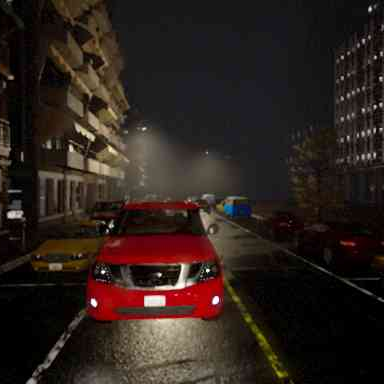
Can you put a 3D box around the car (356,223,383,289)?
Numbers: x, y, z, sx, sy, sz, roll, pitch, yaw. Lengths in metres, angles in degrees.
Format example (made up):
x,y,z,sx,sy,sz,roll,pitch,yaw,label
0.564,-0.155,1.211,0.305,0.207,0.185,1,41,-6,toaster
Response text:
x,y,z,sx,sy,sz,roll,pitch,yaw,label
5.186,1.517,5.940,1.752,1.417,4.829,0,0,-4,car

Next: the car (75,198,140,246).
x,y,z,sx,sy,sz,roll,pitch,yaw,label
-3.878,1.297,16.262,2.192,1.841,5.009,0,0,-4,car

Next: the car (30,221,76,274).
x,y,z,sx,sy,sz,roll,pitch,yaw,label
-3.510,1.513,10.578,1.752,1.417,4.829,0,0,-4,car

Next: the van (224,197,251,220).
x,y,z,sx,sy,sz,roll,pitch,yaw,label
3.775,1.311,27.831,1.690,1.788,3.998,0,0,-4,van

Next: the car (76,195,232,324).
x,y,z,sx,sy,sz,roll,pitch,yaw,label
-0.709,1.212,7.541,2.150,2.045,5.566,0,0,-4,car

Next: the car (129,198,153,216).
x,y,z,sx,sy,sz,roll,pitch,yaw,label
-4.942,1.409,32.807,1.967,1.590,4.097,0,0,-4,car

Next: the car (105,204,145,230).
x,y,z,sx,sy,sz,roll,pitch,yaw,label
-4.231,1.527,21.778,2.008,1.369,4.403,0,0,-4,car

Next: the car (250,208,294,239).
x,y,z,sx,sy,sz,roll,pitch,yaw,label
4.487,1.562,16.801,1.802,1.307,4.206,0,0,-4,car

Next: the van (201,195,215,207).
x,y,z,sx,sy,sz,roll,pitch,yaw,label
2.353,1.302,49.893,1.690,1.788,3.998,0,0,-4,van

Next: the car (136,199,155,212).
x,y,z,sx,sy,sz,roll,pitch,yaw,label
-5.297,1.532,38.323,1.947,1.339,4.313,0,0,-4,car

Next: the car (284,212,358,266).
x,y,z,sx,sy,sz,roll,pitch,yaw,label
4.842,1.568,11.286,1.802,1.307,4.206,0,0,-4,car

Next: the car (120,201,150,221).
x,y,z,sx,sy,sz,roll,pitch,yaw,label
-4.586,1.523,27.293,2.008,1.369,4.403,0,0,-4,car

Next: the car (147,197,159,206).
x,y,z,sx,sy,sz,roll,pitch,yaw,label
-6.363,1.544,54.869,1.802,1.307,4.206,0,0,-4,car

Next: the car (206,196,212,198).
x,y,z,sx,sy,sz,roll,pitch,yaw,label
0.779,1.471,33.937,1.837,1.490,4.892,0,0,-3,car

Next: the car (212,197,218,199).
x,y,z,sx,sy,sz,roll,pitch,yaw,label
3.410,1.492,33.515,1.752,1.417,4.829,0,0,-4,car

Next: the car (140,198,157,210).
x,y,z,sx,sy,sz,roll,pitch,yaw,label
-5.652,1.509,43.838,1.887,1.381,4.507,0,0,-4,car

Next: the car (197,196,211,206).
x,y,z,sx,sy,sz,roll,pitch,yaw,label
1.988,1.486,55.577,1.752,1.417,4.829,0,0,-4,car

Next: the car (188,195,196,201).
x,y,z,sx,sy,sz,roll,pitch,yaw,label
-0.132,1.513,88.499,1.887,1.381,4.507,0,0,-4,car
